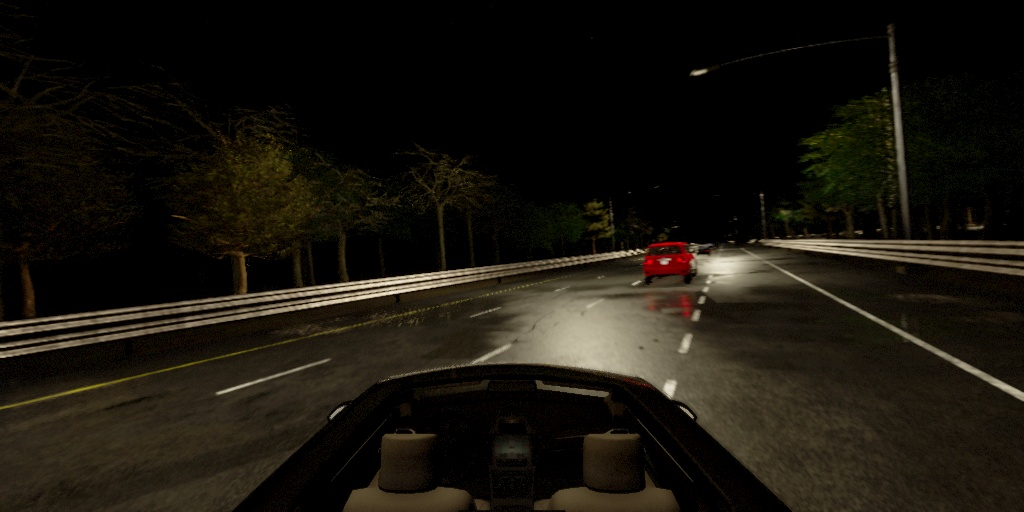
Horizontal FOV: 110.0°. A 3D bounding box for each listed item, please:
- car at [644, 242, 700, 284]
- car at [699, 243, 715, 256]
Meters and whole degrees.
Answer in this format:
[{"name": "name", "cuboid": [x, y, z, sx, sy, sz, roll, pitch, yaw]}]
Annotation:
[{"name": "car", "cuboid": [8.706, 0.303, 19.597, 2.150, 2.045, 5.566, -5, 0, 31]}, {"name": "car", "cuboid": [26.034, -0.705, 48.880, 2.033, 1.411, 5.357, -5, 0, 31]}]
